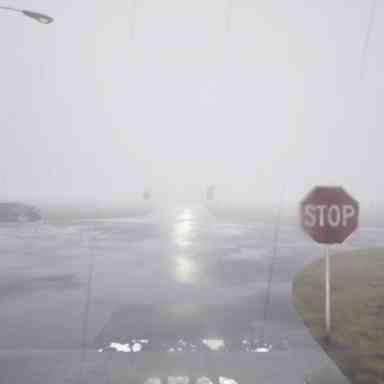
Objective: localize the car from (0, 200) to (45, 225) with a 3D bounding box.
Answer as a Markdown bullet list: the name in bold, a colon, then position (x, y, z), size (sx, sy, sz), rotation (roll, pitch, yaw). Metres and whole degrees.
- **car**: position (-12.243, 1.330, 21.652), size (4.892, 1.490, 1.837), rotation (1, 4, -11)
